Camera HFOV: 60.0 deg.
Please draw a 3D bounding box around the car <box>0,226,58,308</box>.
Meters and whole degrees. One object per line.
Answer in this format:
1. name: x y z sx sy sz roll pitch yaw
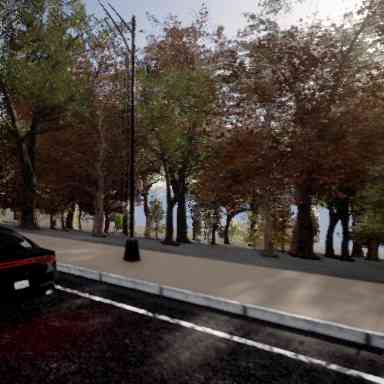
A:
1. car: -4.986 1.458 7.243 5.008 1.535 1.882 0 0 36
